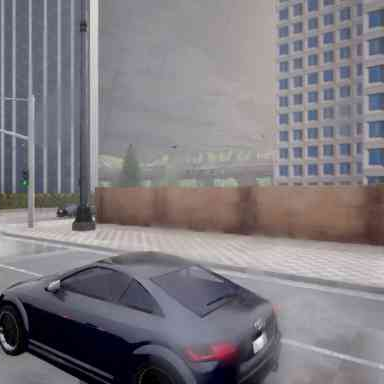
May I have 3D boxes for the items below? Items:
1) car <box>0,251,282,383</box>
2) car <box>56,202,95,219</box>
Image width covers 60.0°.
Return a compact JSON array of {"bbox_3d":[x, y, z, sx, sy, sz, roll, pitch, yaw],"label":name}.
[{"bbox_3d":[-0.930,1.564,4.665,4.181,1.385,1.994,0,0,35],"label":"car"},{"bbox_3d":[-9.830,1.564,29.541,1.994,1.385,4.181,0,0,35],"label":"car"}]
